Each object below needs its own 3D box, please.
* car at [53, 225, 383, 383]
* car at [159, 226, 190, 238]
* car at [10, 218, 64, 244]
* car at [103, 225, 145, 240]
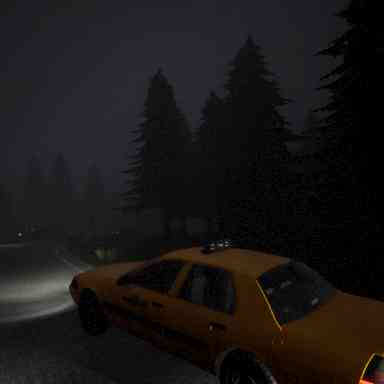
[{"bbox_3d":[0.144,1.441,4.732,5.366,1.575,1.801,0,1,43],"label":"car"},{"bbox_3d":[-2.329,5.543,46.258,1.882,1.535,5.008,-5,-8,30],"label":"car"},{"bbox_3d":[-12.762,3.221,28.071,2.150,2.045,5.566,-4,-7,7],"label":"car"},{"bbox_3d":[-7.444,4.510,36.948,2.033,1.411,5.357,-4,-8,20],"label":"car"}]
